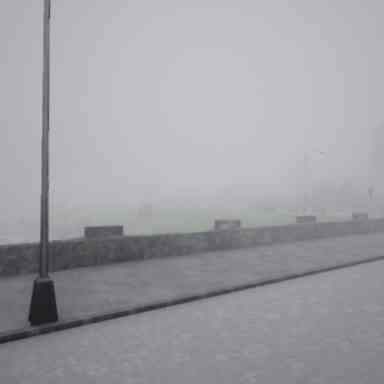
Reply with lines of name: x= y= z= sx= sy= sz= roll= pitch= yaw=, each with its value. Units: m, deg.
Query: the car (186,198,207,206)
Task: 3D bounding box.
car: x=0.767 y=1.882 z=62.357 sx=1.882 sy=1.535 sz=5.008 roll=1 pitch=-1 yaw=-35
